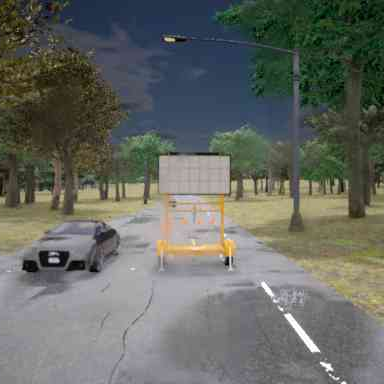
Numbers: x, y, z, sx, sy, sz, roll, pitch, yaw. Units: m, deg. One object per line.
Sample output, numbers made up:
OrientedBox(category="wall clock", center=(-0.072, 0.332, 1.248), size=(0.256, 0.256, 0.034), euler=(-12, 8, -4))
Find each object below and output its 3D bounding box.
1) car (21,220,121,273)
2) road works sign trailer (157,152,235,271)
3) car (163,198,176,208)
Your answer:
OrientedBox(category="car", center=(-3.591, 1.597, 10.639), size=(1.994, 1.385, 4.181), euler=(0, 0, 0))
OrientedBox(category="road works sign trailer", center=(0.075, 0.499, 11.019), size=(2.380, 3.560, 2.880), euler=(0, 0, -2))
OrientedBox(category="car", center=(-3.547, 1.646, 52.753), size=(1.882, 1.535, 5.008), euler=(0, 0, 0))
